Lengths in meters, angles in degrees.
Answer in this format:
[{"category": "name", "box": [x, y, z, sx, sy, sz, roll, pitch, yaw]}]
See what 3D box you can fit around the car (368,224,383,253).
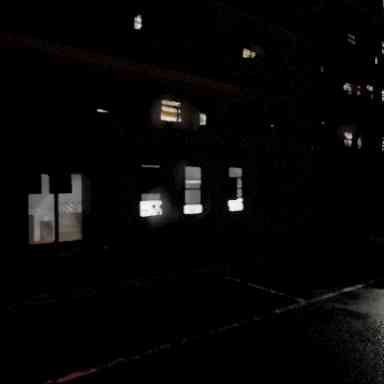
[{"category": "car", "box": [8.272, 1.577, 12.431, 4.206, 1.307, 1.802, 0, -1, -35]}]
